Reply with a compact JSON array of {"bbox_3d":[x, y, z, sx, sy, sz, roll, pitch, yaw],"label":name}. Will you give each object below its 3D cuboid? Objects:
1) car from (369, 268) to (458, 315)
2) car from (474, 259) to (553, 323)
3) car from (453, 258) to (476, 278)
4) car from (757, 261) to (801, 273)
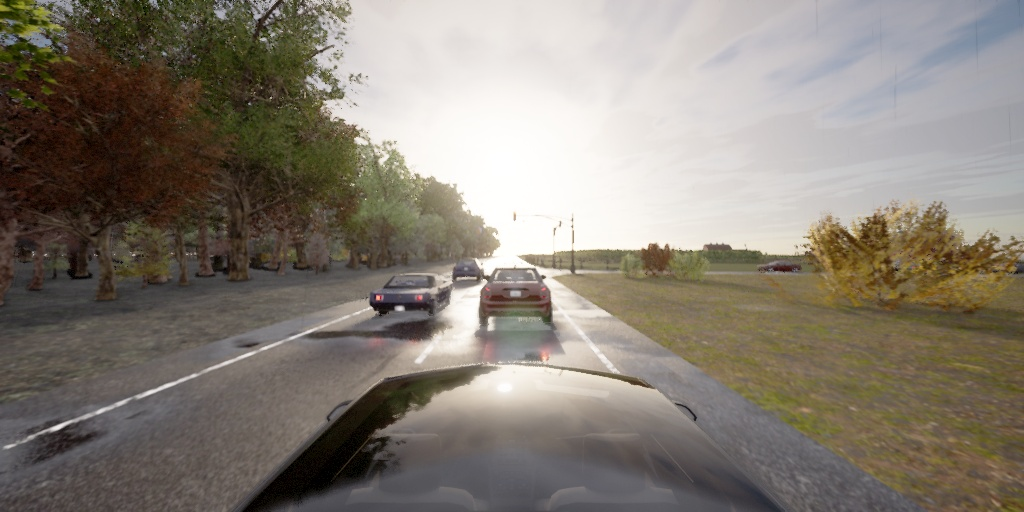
[{"bbox_3d":[-3.395,1.285,13.096,1.895,1.301,4.718,0,0,0],"label":"car"},{"bbox_3d":[0.101,1.043,11.965,2.097,1.767,4.553,0,0,0],"label":"car"},{"bbox_3d":[-3.388,0.948,28.534,2.097,1.767,4.553,0,0,0],"label":"car"},{"bbox_3d":[34.425,1.396,46.347,5.008,1.535,1.882,1,-1,1],"label":"car"}]
